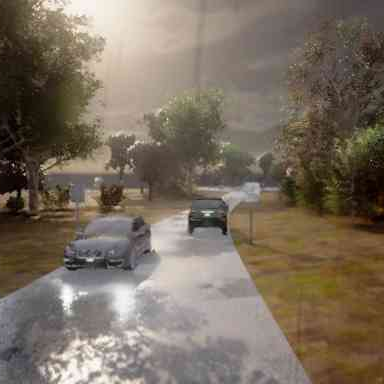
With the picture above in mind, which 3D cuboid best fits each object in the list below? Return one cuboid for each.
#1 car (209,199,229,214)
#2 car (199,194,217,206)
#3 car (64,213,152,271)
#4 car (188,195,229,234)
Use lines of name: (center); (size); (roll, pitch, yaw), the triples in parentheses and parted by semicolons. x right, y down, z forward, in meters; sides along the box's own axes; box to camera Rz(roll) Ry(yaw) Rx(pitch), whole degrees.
car: (3.144, 1.629, 37.799); (1.994, 1.385, 4.181); (1, 1, 8)
car: (2.518, 1.199, 50.884); (1.882, 1.535, 5.008); (2, 2, 12)
car: (-2.512, 1.516, 11.001); (1.837, 1.490, 4.892); (0, 0, 3)
car: (1.010, 1.302, 20.005); (2.150, 2.045, 5.566); (0, 0, 5)
